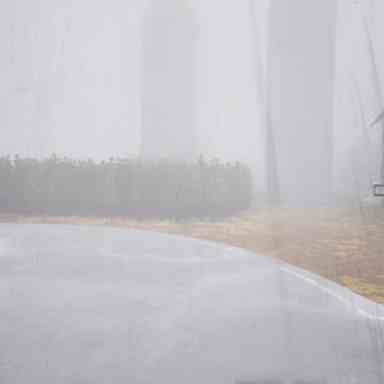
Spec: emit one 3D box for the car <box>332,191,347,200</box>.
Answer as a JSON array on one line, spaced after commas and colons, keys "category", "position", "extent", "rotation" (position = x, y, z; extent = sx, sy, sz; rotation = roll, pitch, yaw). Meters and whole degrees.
[{"category": "car", "position": [23.370, 0.522, 52.978], "extent": [1.994, 1.381, 4.181], "rotation": [1, 1, 19]}]
